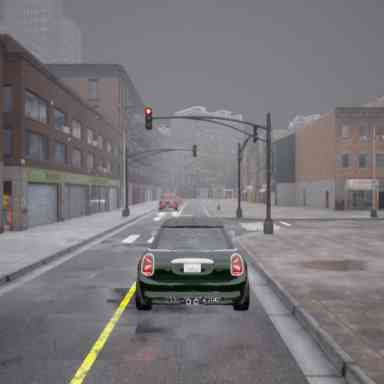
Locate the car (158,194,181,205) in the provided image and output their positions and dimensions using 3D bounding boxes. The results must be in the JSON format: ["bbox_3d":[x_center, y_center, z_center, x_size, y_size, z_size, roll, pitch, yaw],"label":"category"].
[{"bbox_3d":[-2.770,1.226,40.254,2.150,2.045,5.566,0,0,0],"label":"car"}]

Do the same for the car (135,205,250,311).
[{"bbox_3d":[0.023,1.350,7.933,2.097,1.767,4.553,0,0,0],"label":"car"}]
